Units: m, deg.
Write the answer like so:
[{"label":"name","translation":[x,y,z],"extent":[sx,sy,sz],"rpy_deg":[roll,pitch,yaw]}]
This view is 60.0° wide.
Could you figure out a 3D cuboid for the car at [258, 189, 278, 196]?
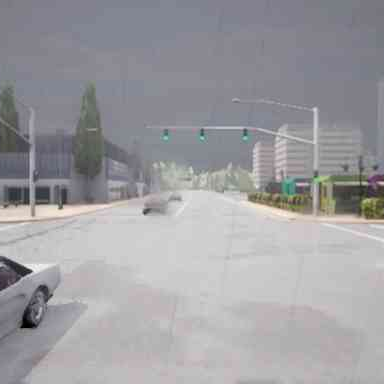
[{"label":"car","translation":[19.154,0.174,83.839],"extent":[4.605,1.855,1.932],"rpy_deg":[0,1,-1]}]

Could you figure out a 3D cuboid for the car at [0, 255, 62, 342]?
[{"label":"car","translation":[-3.401,1.551,4.019],"extent":[1.895,1.301,4.718],"rpy_deg":[0,1,1]}]

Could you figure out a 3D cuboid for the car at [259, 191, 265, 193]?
[{"label":"car","translation":[19.127,0.211,80.945],"extent":[3.866,1.878,1.905],"rpy_deg":[0,1,-1]}]

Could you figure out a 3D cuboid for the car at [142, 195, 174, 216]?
[{"label":"car","translation":[-3.005,1.211,28.649],"extent":[2.033,1.411,5.357],"rpy_deg":[0,1,1]}]

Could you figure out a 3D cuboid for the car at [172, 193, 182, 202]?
[{"label":"car","translation":[-2.602,0.926,53.696],"extent":[1.994,1.385,4.181],"rpy_deg":[0,1,1]}]
